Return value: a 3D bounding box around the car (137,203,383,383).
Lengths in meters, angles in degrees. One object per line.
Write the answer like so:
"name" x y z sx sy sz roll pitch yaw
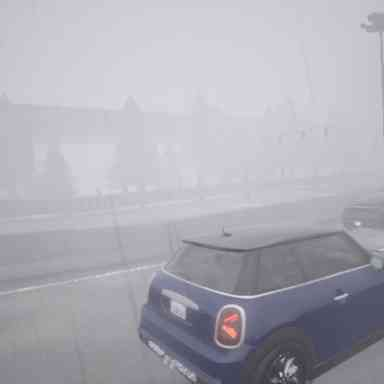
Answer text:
"car" 1.568 1.251 4.941 4.553 1.767 2.097 -3 1 -36

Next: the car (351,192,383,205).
"car" 8.353 0.775 14.305 4.892 1.490 1.837 -6 3 -36
